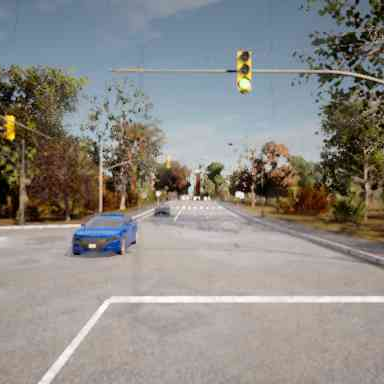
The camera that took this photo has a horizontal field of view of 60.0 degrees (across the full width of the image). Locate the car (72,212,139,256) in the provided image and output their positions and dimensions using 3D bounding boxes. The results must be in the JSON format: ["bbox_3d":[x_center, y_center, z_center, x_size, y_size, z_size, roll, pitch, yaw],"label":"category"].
[{"bbox_3d":[-3.514,1.671,14.218,1.882,1.535,5.008,0,-1,0],"label":"car"}]

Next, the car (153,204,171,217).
[{"bbox_3d":[-3.509,2.191,40.426,2.033,1.411,5.357,0,0,0],"label":"car"}]
